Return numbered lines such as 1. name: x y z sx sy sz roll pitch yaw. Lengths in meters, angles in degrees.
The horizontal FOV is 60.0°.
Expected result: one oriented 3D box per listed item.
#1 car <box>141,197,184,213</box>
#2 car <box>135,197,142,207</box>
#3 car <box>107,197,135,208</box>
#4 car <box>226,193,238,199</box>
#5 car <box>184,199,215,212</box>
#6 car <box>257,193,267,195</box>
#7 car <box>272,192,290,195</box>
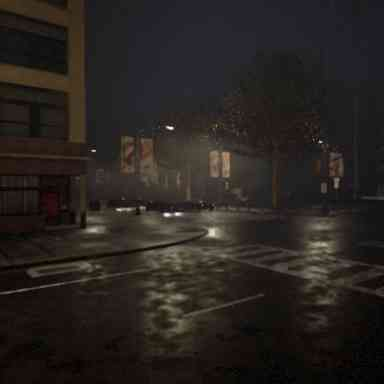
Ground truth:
1. car: -3.119 1.381 34.283 1.994 1.385 4.181 -1 0 -36
2. car: -7.510 1.345 46.455 1.994 1.385 4.181 -1 0 -35
3. car: -9.559 1.381 43.294 1.994 1.385 4.181 -1 0 -35
4. car: 8.483 0.868 77.094 2.161 1.482 4.786 -1 0 -36
5. car: 0.373 1.381 35.416 1.895 1.301 4.718 -1 0 -36
6. car: 18.138 0.795 83.539 1.895 1.301 4.718 -1 0 -36
7. car: 18.956 0.730 69.605 2.002 1.452 4.674 -1 0 -36
